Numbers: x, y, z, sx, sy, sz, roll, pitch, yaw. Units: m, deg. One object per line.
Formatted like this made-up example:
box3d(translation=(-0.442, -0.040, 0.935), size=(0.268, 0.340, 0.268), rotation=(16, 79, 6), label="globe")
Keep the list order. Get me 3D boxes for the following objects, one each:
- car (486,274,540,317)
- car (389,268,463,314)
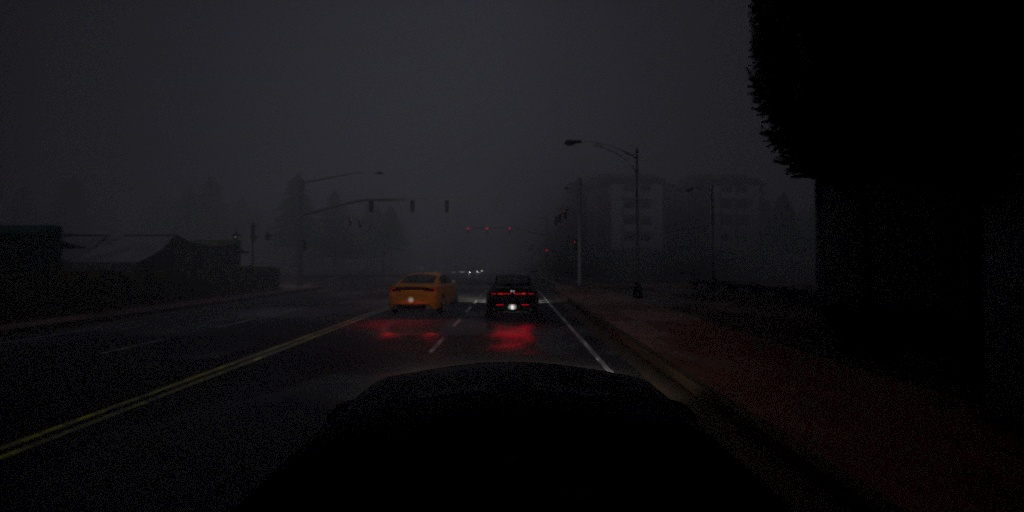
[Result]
box3d(translation=(0.034, 1.425, 14.086), size=(1.837, 1.490, 4.892), rotation=(0, 0, 1), label="car")
box3d(translation=(-3.461, 1.407, 14.821), size=(1.882, 1.535, 5.008), rotation=(0, -1, 0), label="car")
